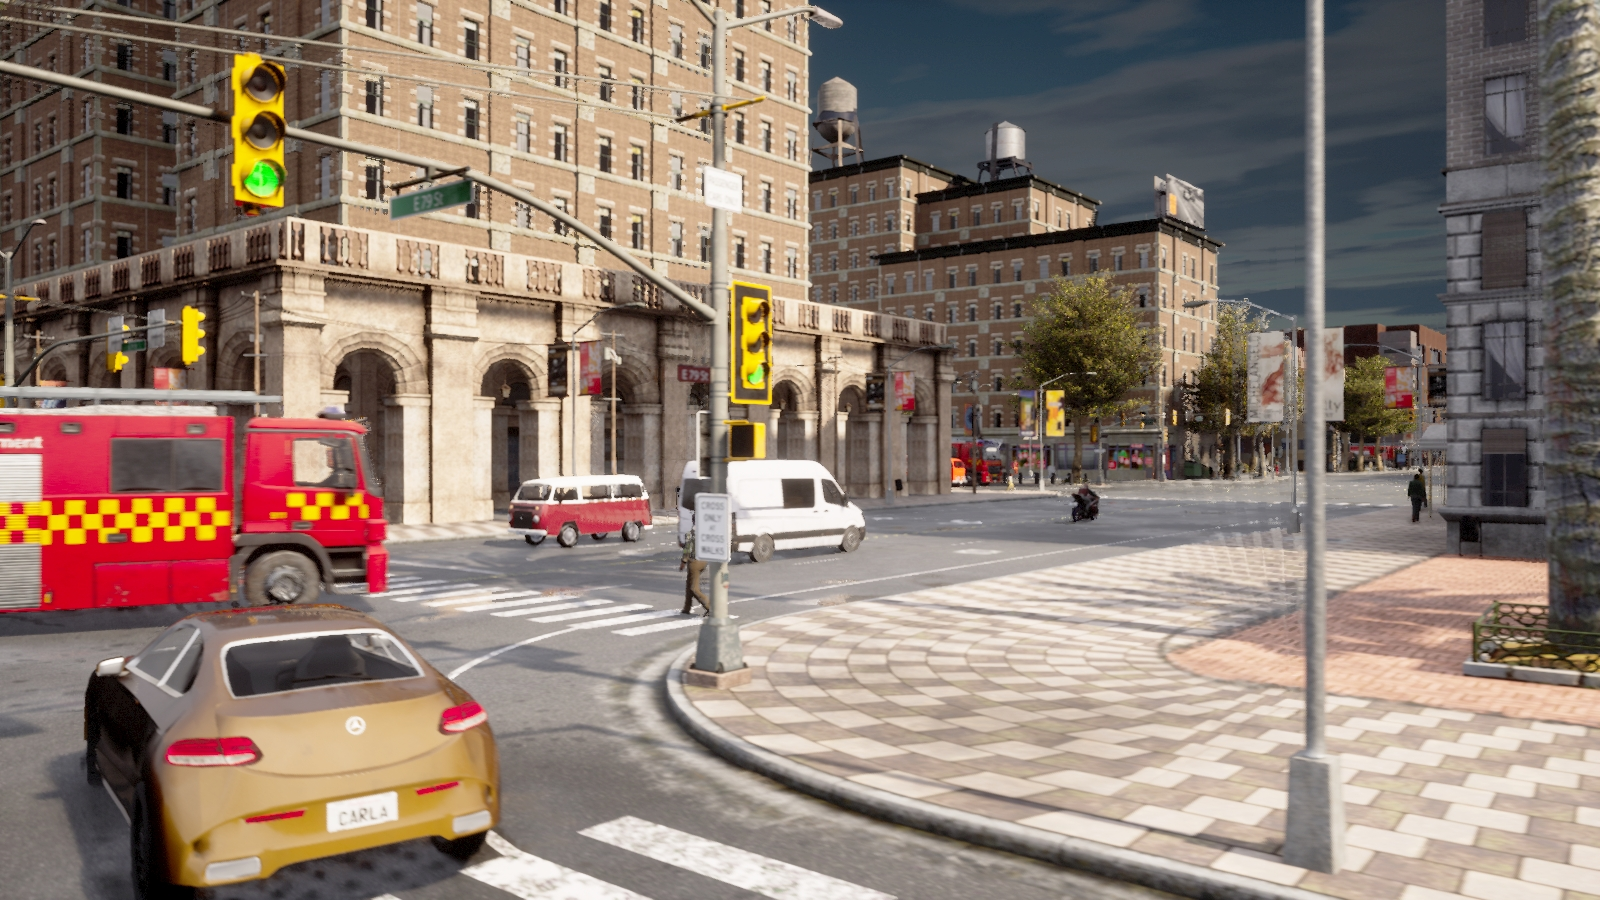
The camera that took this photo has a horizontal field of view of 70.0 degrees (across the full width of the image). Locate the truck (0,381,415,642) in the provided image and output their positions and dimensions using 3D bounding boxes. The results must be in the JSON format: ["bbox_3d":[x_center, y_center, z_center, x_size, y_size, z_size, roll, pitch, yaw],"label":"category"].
[{"bbox_3d":[-10.959,0.901,18.751,8.468,3.827,2.891,0,0,-27],"label":"truck"}]

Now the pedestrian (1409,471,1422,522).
[{"bbox_3d":[22.511,1.704,41.776,0.375,1.860,0.375,0,0,38],"label":"pedestrian"}]

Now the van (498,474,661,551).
[{"bbox_3d":[-6.511,1.796,34.141,2.069,2.038,4.480,0,0,39],"label":"van"}]

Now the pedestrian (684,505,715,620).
[{"bbox_3d":[-1.673,1.856,19.008,0.375,1.860,0.375,0,0,-44],"label":"pedestrian"}]

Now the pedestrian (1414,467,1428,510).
[{"bbox_3d":[27.581,1.705,50.739,0.375,1.860,0.375,0,0,-27],"label":"pedestrian"}]

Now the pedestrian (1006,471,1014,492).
[{"bbox_3d":[13.228,1.996,71.849,0.375,1.300,0.375,0,0,35],"label":"pedestrian"}]

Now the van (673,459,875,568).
[{"bbox_3d":[-0.547,1.545,30.344,1.988,2.561,5.915,0,0,39],"label":"van"}]

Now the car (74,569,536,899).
[{"bbox_3d":[-4.057,1.995,8.727,2.152,1.651,5.027,0,0,-37],"label":"car"}]
